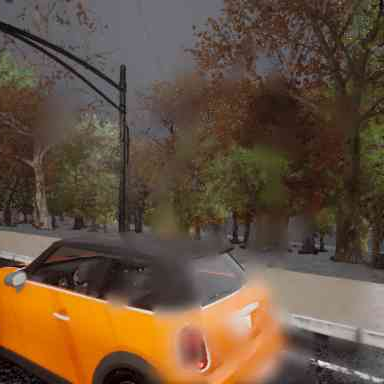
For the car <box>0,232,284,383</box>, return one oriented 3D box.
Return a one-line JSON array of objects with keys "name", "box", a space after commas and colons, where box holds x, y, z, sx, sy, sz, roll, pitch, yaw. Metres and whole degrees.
[{"name": "car", "box": [-1.208, 1.351, 4.558, 4.553, 1.767, 2.097, 0, 0, 36]}]
